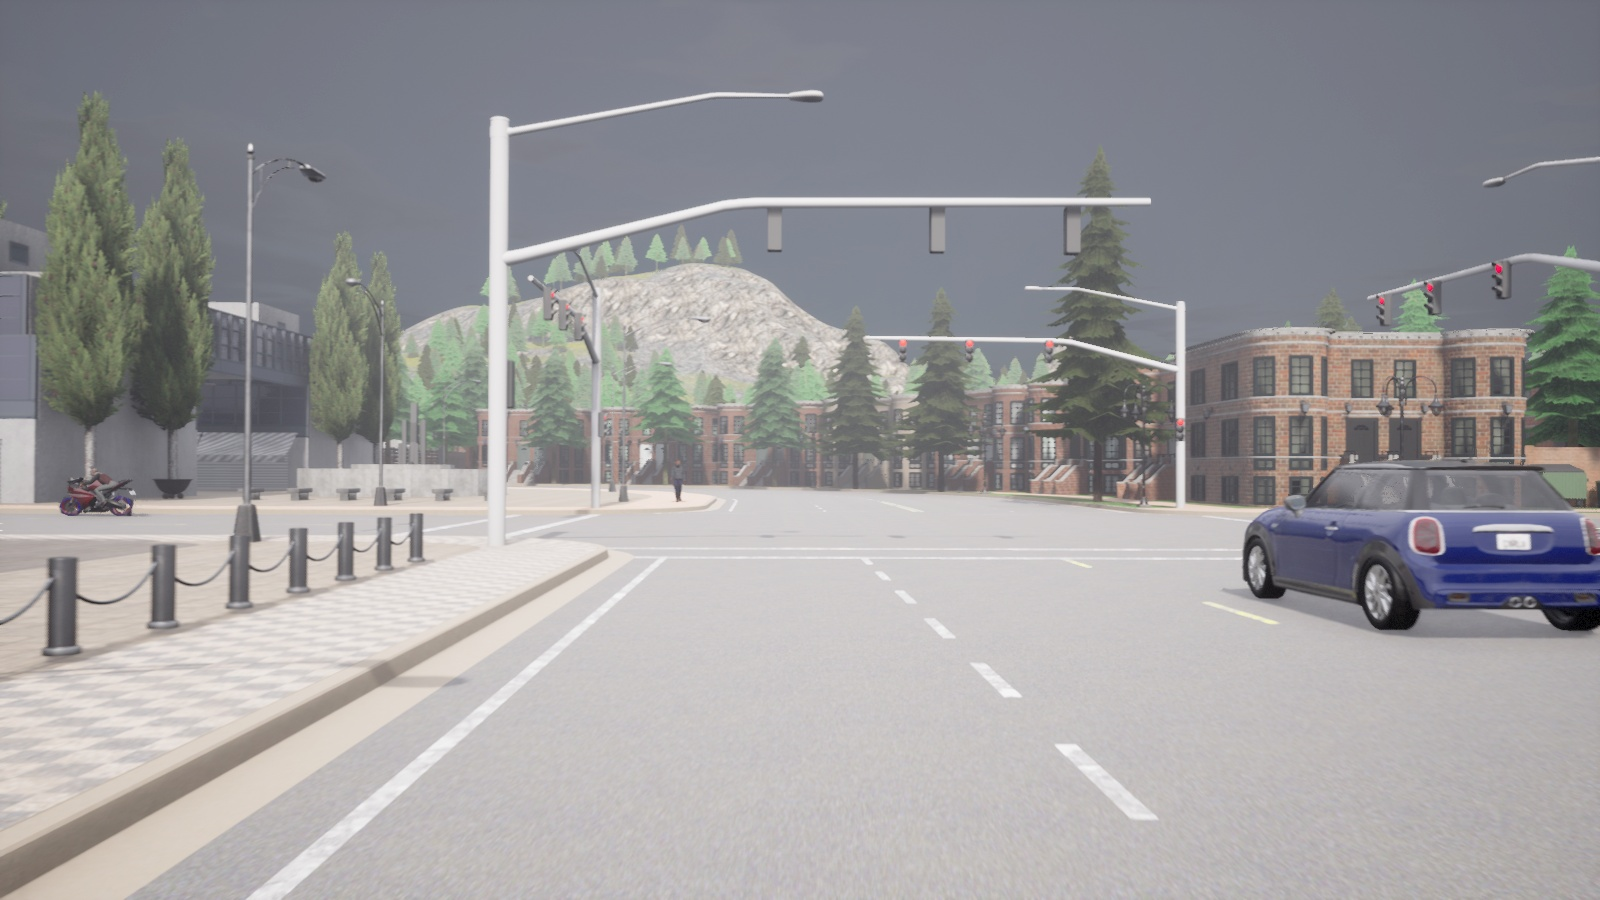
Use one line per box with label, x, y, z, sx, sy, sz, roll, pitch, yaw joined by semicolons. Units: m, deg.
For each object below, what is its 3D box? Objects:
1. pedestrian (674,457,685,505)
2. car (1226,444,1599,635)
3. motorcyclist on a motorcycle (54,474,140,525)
pedestrian;-4.972;1.276;51.826;0.423;1.949;0.788;0;-1;-8
car;6.602;0.858;13.936;2.097;1.767;4.553;0;-1;-1
motorcyclist on a motorcycle;-21.749;1.519;38.881;2.191;1.530;0.866;0;-1;-1
